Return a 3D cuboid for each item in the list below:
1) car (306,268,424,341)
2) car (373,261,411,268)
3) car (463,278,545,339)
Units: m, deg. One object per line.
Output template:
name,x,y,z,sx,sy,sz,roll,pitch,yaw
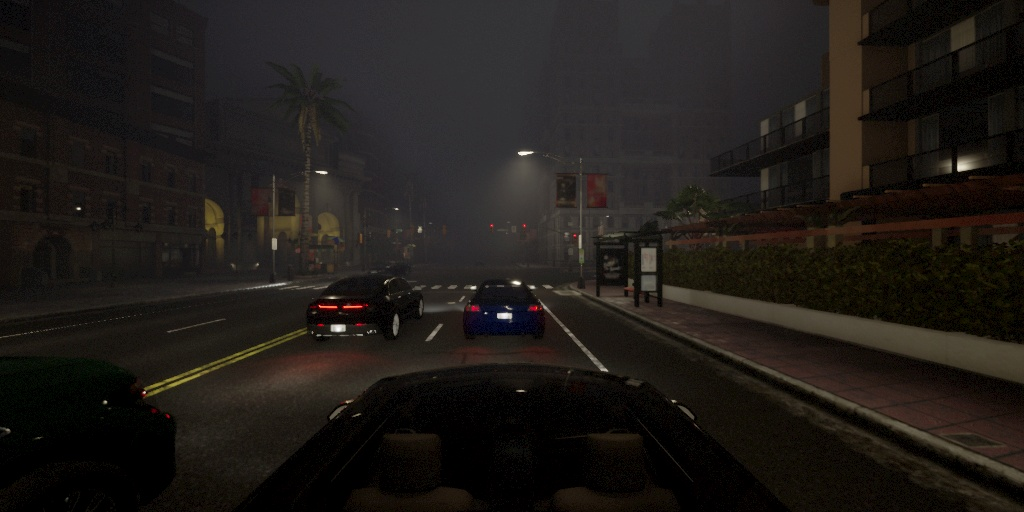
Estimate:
car,-3.726,1.254,9.886,1.837,1.490,4.892,0,0,-3
car,-10.937,1.239,32.249,2.128,1.511,4.902,0,0,15
car,-0.237,1.313,10.042,1.994,1.385,4.181,0,0,-2
